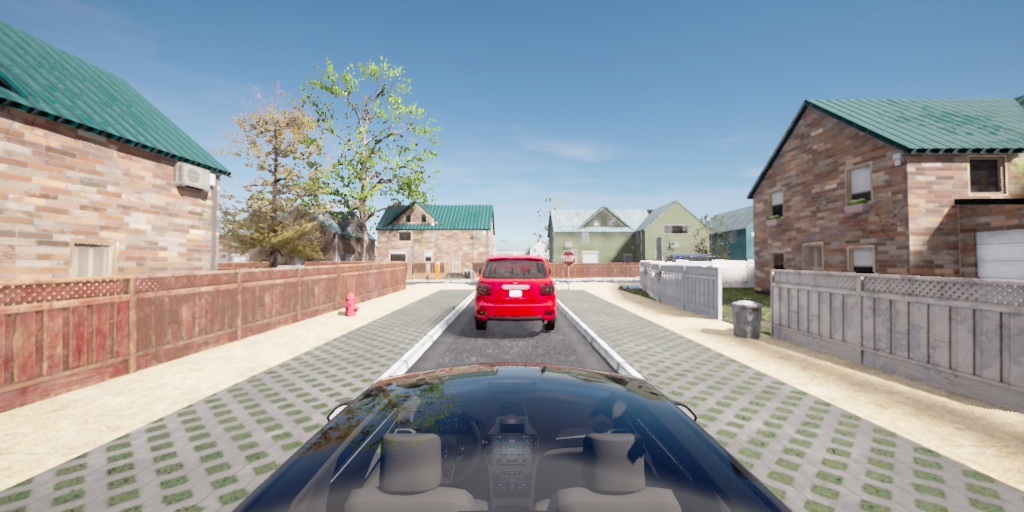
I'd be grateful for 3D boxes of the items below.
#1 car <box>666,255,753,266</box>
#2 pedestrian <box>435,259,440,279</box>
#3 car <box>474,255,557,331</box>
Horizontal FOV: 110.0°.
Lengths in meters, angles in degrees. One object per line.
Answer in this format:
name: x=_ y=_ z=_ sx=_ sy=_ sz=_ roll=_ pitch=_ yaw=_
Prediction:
car: x=14.043 y=0.925 z=26.422 sx=5.566 sy=2.045 sz=2.150 roll=0 pitch=-2 yaw=1
pedestrian: x=-6.754 y=1.197 z=32.524 sx=0.375 sy=1.860 sz=0.375 roll=0 pitch=-1 yaw=1
car: x=0.086 y=0.999 z=11.265 sx=2.150 sy=2.045 sz=5.566 roll=0 pitch=0 yaw=0
